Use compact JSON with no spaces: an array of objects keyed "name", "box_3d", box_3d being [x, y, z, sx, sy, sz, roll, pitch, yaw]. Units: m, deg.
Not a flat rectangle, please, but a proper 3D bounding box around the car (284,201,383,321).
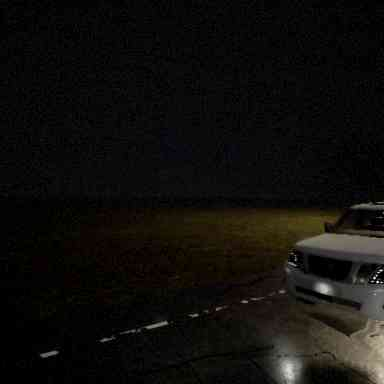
[{"name":"car","box_3d":[4.370,1.226,7.058,5.566,2.045,2.150,0,0,-36]}]
